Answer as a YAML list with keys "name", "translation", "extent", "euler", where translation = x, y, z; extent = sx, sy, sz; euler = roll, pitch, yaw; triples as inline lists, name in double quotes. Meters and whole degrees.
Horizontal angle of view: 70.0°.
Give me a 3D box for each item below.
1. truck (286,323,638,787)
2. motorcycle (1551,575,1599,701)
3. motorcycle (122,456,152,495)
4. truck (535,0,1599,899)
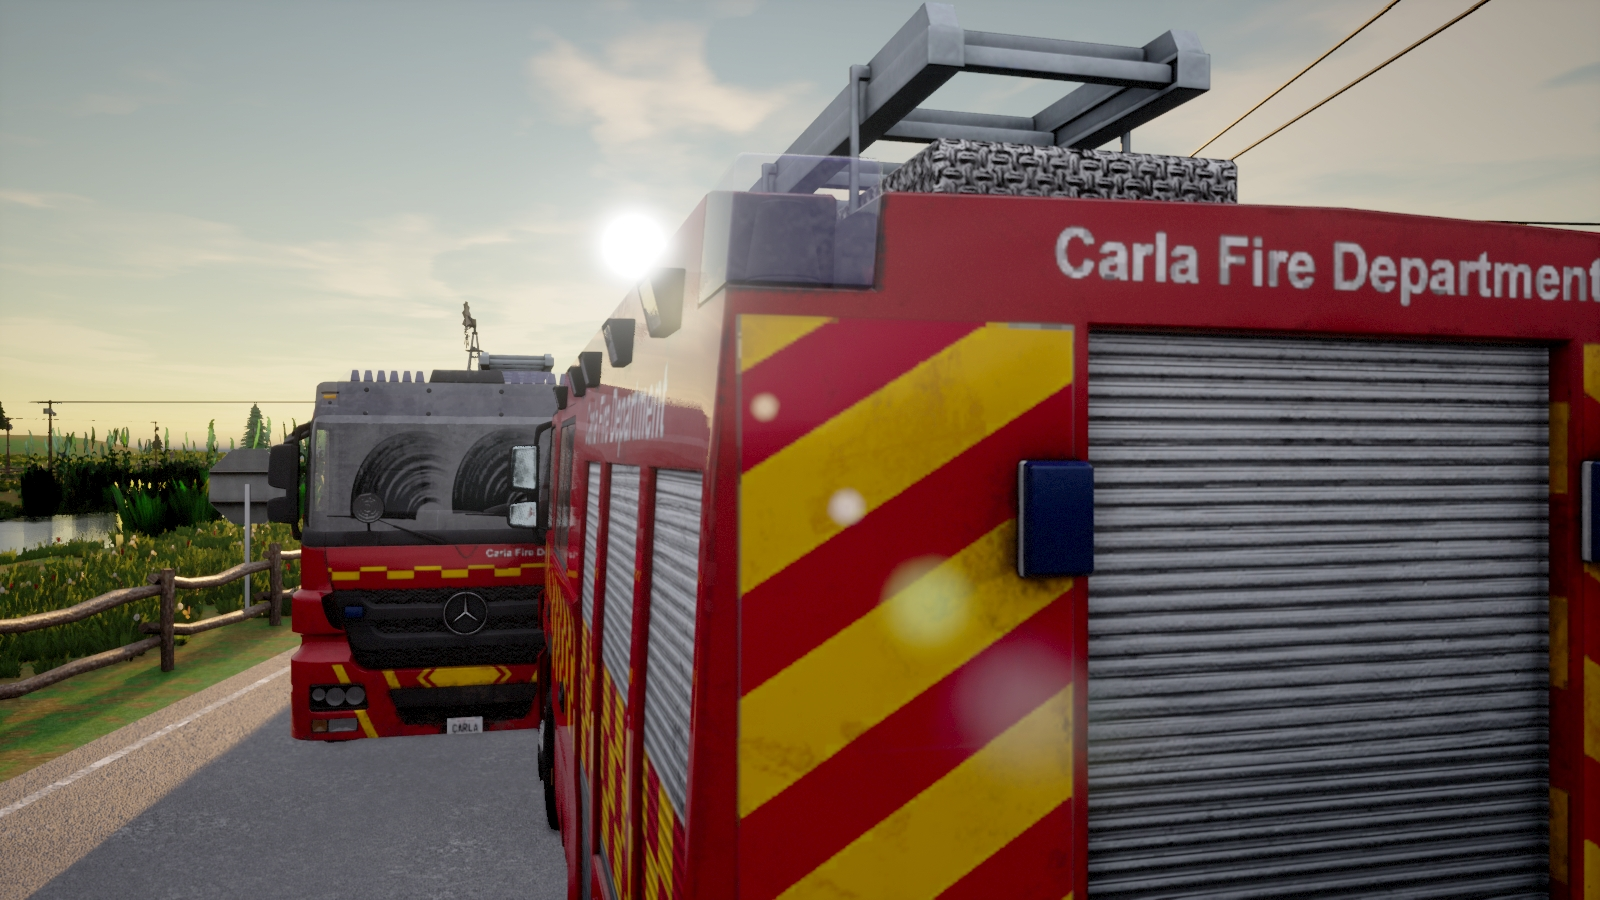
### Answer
- name: "truck"
  translation: [-3.908, 0.862, 13.884]
  extent: [2.891, 3.827, 8.468]
  euler: [0, 0, -15]
- name: "motorcycle"
  translation: [9.789, 2.142, 13.131]
  extent: [1.805, 1.316, 0.856]
  euler: [0, 0, -7]
- name: "motorcycle"
  translation: [-41.322, 1.577, 71.193]
  extent: [0.803, 2.348, 2.033]
  euler: [0, 0, -4]
- name: "truck"
  translation: [0.014, 0.867, 6.873]
  extent: [2.891, 3.827, 8.468]
  euler: [0, 0, -15]
